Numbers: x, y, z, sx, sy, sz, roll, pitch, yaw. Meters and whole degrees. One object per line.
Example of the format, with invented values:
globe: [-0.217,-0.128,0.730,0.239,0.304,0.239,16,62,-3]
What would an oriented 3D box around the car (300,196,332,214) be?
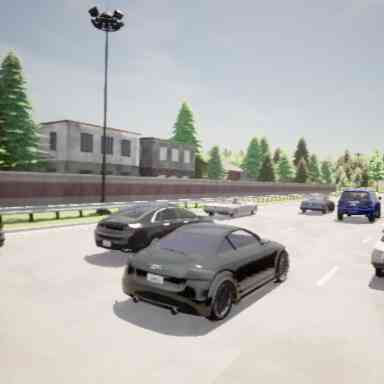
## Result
car: [10.487,1.006,27.466,2.033,1.411,5.357,3,2,35]

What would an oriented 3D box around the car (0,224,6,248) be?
car: [-7.250,1.015,8.046,1.882,1.535,5.008,3,2,35]

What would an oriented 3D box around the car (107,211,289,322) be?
car: [0.553,1.354,7.022,1.994,1.385,4.181,3,2,35]

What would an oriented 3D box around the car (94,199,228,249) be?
car: [-0.925,1.133,11.026,1.837,1.490,4.892,3,2,35]

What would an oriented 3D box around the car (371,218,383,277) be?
car: [6.149,1.491,8.956,1.895,1.301,4.718,3,2,35]

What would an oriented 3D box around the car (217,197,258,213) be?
car: [2.759,0.990,22.472,1.895,1.301,4.718,3,2,35]

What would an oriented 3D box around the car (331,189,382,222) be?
car: [11.531,0.849,22.812,2.150,2.045,5.566,3,2,35]
